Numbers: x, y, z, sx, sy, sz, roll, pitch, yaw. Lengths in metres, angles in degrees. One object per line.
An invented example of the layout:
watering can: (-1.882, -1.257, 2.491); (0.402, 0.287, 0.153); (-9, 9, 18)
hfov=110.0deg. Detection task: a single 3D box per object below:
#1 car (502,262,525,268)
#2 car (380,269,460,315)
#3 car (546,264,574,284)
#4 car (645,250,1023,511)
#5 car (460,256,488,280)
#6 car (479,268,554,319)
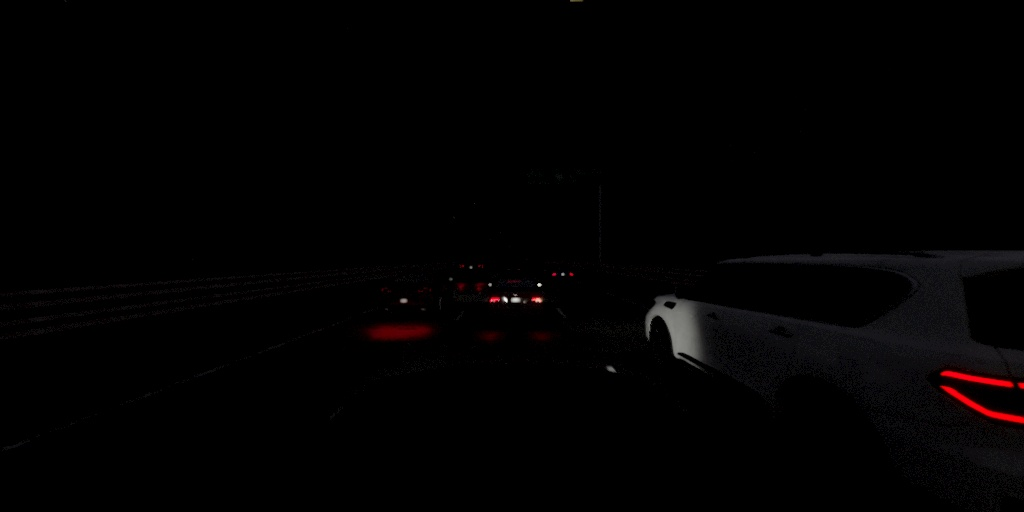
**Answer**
car: (0.110, 1.338, 33.204); (1.837, 1.490, 4.892); (0, 0, 0)
car: (-3.396, 1.255, 13.724); (1.882, 1.535, 5.008); (0, 0, 0)
car: (3.608, 1.363, 27.918); (2.033, 1.411, 5.357); (0, 0, 0)
car: (3.596, 0.977, 4.459); (2.150, 2.045, 5.566); (0, 0, 0)
car: (-3.391, 1.052, 32.359); (2.150, 2.045, 5.566); (0, 0, 0)
car: (0.104, 1.323, 12.835); (2.033, 1.411, 5.357); (0, 0, 0)
